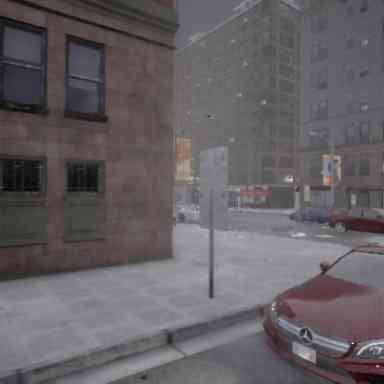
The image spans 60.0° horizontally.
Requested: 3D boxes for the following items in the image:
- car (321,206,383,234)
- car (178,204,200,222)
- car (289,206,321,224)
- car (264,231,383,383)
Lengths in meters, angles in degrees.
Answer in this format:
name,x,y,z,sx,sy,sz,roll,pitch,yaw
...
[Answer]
name,x,y,z,sx,sy,sz,roll,pitch,yaw
car,10.090,1.618,18.424,1.882,1.535,5.008,0,0,-35
car,0.636,1.668,26.092,1.812,1.442,4.674,0,0,-35
car,9.906,1.716,24.632,2.033,1.411,5.357,0,0,-36
car,3.162,1.562,5.103,4.674,1.442,1.812,0,0,-36
